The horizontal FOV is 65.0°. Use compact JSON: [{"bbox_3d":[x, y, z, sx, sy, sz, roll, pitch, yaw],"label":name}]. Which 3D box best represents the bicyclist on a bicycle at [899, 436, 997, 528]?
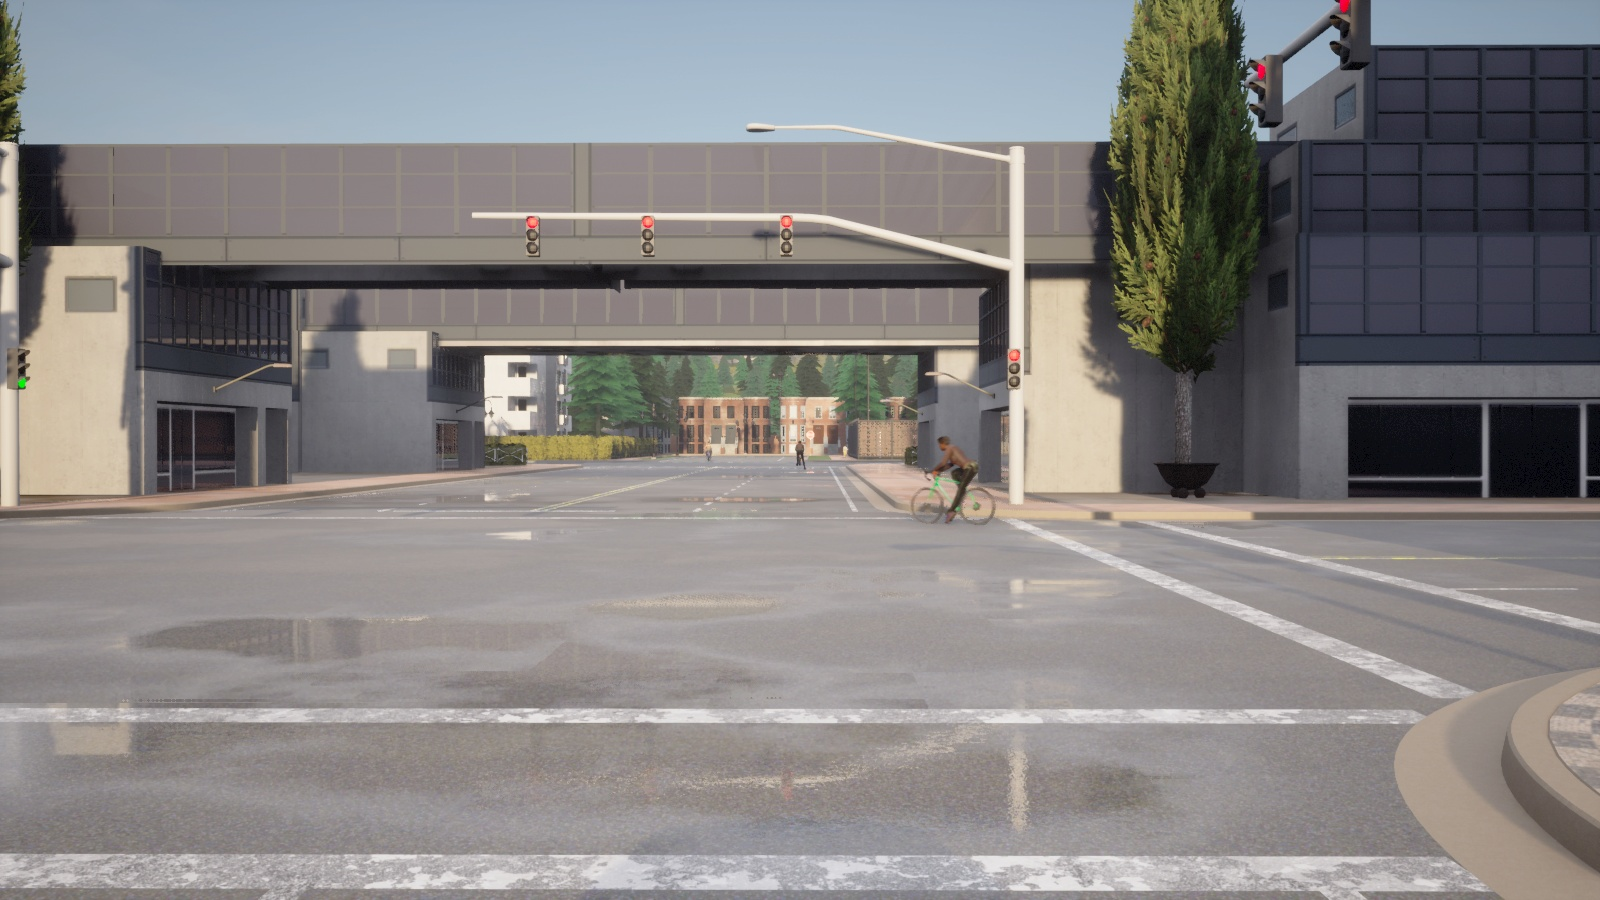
[{"bbox_3d":[2.690,0.572,22.868,1.656,1.620,0.582,0,-2,29],"label":"bicyclist on a bicycle"}]
